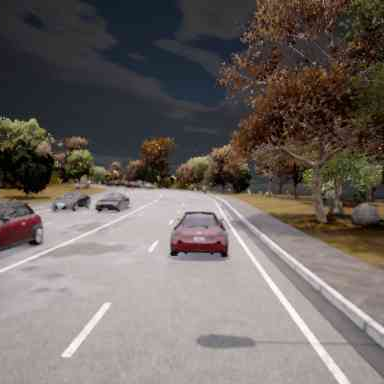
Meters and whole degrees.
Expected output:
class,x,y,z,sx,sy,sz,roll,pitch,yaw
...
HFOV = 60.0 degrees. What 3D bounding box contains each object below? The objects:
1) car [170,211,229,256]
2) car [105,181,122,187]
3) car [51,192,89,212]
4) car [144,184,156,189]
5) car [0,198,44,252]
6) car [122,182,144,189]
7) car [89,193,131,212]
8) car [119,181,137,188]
class,x,y,z,sx,sy,sz,roll,pitch,yaw
car,0.283,1.417,12.551,1.994,1.385,4.181,1,1,1
car,-21.397,-2.177,89.614,4.892,1.490,1.837,4,2,42
car,-9.828,0.757,27.413,2.128,1.511,4.902,1,2,1
car,-11.096,-1.391,83.020,1.895,1.301,4.718,1,2,-39
car,-6.857,1.142,11.042,2.097,1.767,4.553,1,1,2
car,-14.649,-1.742,81.997,2.097,1.767,4.553,1,2,-39
car,-6.392,0.811,27.511,2.033,1.411,5.357,1,2,2
car,-17.429,-2.050,90.662,5.357,1.411,2.033,4,2,42
